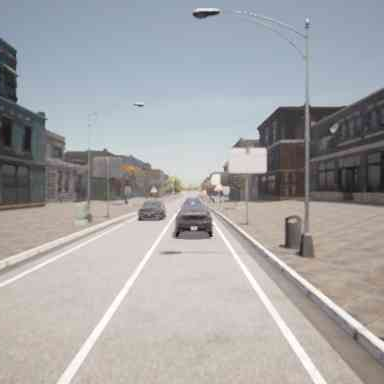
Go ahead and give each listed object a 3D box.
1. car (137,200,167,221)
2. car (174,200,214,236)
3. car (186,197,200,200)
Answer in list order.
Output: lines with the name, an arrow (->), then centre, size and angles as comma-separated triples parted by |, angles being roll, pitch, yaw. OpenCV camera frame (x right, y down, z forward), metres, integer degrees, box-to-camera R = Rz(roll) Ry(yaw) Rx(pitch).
car -> -3.010, 1.372, 25.784 | 1.837, 1.490, 4.892 | 0, 0, 0
car -> 0.094, 1.400, 17.663 | 1.837, 1.490, 4.892 | 0, 0, 0
car -> 0.086, 1.297, 36.628 | 2.097, 1.767, 4.553 | 0, -1, 0
